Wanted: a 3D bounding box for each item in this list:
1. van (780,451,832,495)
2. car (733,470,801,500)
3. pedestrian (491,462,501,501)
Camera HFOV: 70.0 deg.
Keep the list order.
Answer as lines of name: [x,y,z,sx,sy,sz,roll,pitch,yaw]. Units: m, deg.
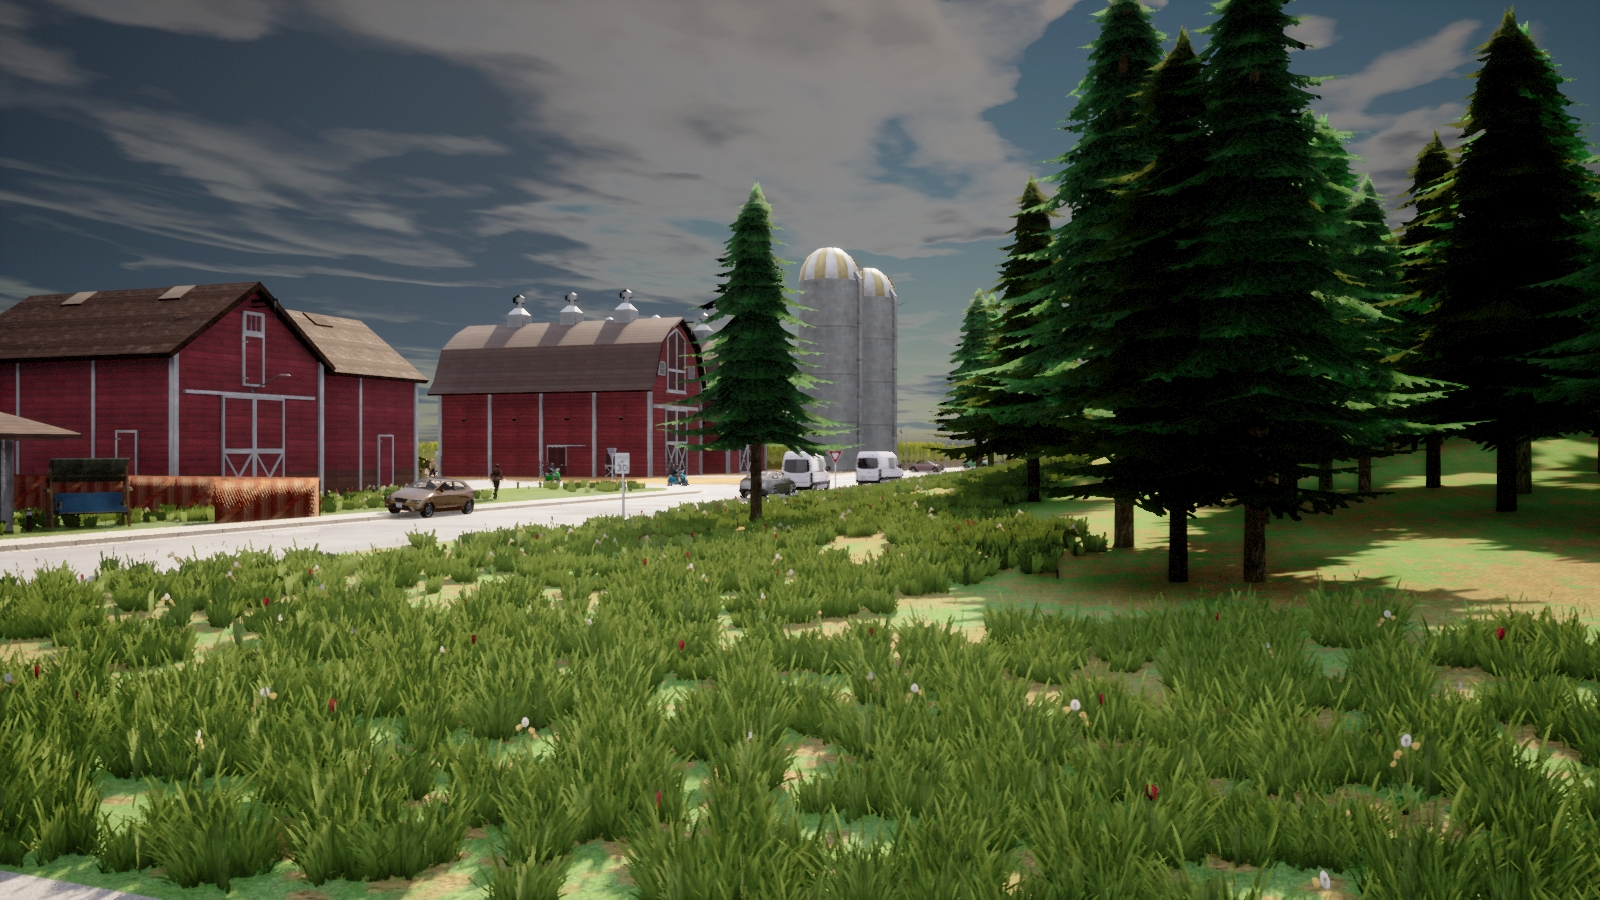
van: [0.451,1.378,70.849,1.988,2.561,5.915,0,0,13]
car: [-1.774,1.906,63.480,2.128,1.511,4.902,0,0,20]
pedestrian: [-14.937,1.545,56.106,0.375,1.860,0.375,0,0,5]
